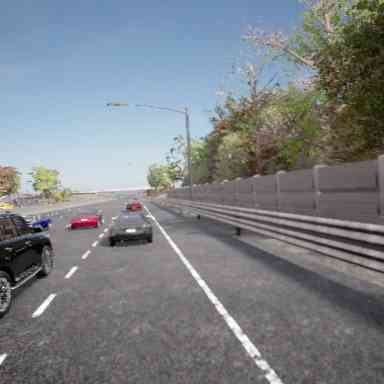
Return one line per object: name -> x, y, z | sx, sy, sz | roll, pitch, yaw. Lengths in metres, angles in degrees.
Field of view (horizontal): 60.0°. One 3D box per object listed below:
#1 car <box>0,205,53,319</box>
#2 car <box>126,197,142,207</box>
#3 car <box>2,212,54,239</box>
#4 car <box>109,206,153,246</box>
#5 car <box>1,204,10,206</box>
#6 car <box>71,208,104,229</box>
car -> -4.997, 1.496, 7.824 | 2.150, 2.045, 5.566 | -4, 0, -10
car -> -7.477, 1.795, 42.864 | 1.882, 1.535, 5.008 | -4, 0, -10
car -> -11.052, 2.195, 22.799 | 1.895, 1.301, 4.718 | -4, 0, -10
car -> -3.017, 1.690, 16.572 | 1.994, 1.385, 4.181 | -4, 0, -10
car -> -40.963, 3.405, 73.073 | 1.882, 1.535, 5.008 | -4, 0, -10
car -> -7.975, 1.963, 25.532 | 1.994, 1.385, 4.181 | -4, 0, -10
